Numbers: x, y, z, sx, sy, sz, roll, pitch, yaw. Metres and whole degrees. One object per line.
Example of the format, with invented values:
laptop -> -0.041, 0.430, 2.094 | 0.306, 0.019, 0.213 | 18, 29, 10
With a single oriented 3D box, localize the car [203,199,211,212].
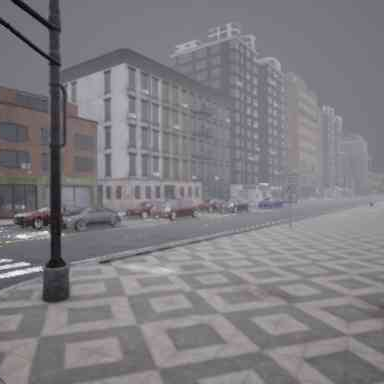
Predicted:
car -> 2.241, 1.494, 38.464 | 1.882, 1.535, 5.008 | -1, 0, 36

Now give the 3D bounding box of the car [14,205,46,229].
car -> -9.239, 1.534, 22.347 | 1.882, 1.535, 5.008 | -1, 0, 37

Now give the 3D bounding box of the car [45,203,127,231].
car -> -6.443, 1.586, 20.663 | 1.994, 1.385, 4.181 | -1, 0, 35

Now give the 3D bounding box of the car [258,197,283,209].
car -> 10.488, 1.440, 44.383 | 1.882, 1.535, 5.008 | -1, 0, 36

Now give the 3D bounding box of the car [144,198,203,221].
car -> -1.448, 1.357, 27.690 | 2.097, 1.767, 4.553 | -1, 0, 35

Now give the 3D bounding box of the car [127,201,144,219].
car -> -3.825, 1.515, 29.949 | 1.882, 1.535, 5.008 | -1, 0, 35

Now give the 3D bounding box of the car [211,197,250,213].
car -> 4.475, 1.336, 36.002 | 2.097, 1.767, 4.553 | -1, 0, 35
